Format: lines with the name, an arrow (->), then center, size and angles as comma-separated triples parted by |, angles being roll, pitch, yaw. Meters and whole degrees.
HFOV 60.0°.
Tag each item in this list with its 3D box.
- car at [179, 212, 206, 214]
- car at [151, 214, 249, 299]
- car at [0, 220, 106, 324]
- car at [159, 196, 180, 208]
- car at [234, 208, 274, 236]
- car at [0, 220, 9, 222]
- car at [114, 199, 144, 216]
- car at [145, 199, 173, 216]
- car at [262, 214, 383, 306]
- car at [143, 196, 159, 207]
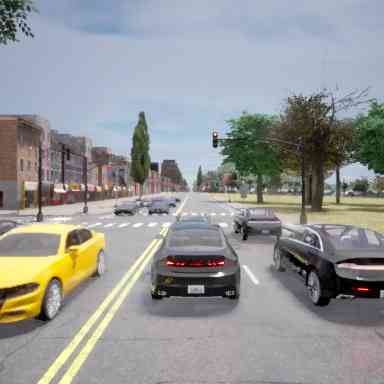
car -> 0.045, 1.689, 17.771 | 1.895, 1.301, 4.718 | 0, 0, 0
car -> 0.078, 1.531, 8.466 | 1.837, 1.490, 4.892 | 0, 0, 0
car -> -3.355, 1.497, 7.475 | 1.882, 1.535, 5.008 | 0, 0, 0
car -> -3.366, 1.610, 51.101 | 2.033, 1.411, 5.357 | 0, 0, 0
car -> 3.290, 1.577, 17.236 | 2.128, 1.511, 4.902 | 0, 0, 0
car -> -6.605, 1.603, 10.646 | 1.994, 1.385, 4.181 | 0, 0, 0
car -> -6.616, 1.685, 34.461 | 2.033, 1.411, 5.357 | 0, 0, 0
car -> -3.363, 1.700, 34.710 | 1.994, 1.385, 4.181 | 0, 0, 0
car -> 3.327, 1.515, 8.026 | 2.128, 1.511, 4.902 | 0, 0, 0
car -> -6.614, 1.563, 49.807 | 2.128, 1.511, 4.902 | 0, 0, 0
